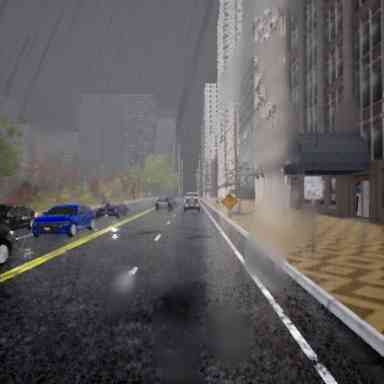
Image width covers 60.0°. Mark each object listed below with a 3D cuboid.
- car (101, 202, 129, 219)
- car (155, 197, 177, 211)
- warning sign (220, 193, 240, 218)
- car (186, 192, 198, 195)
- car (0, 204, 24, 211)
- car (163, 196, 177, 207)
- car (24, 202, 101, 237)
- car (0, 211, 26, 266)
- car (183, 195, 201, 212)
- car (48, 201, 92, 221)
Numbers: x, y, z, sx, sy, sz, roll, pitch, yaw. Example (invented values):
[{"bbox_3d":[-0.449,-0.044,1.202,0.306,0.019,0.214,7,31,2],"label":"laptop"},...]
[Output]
[{"bbox_3d":[-6.587,1.487,27.790,1.895,1.301,4.718,0,0,0],"label":"car"},{"bbox_3d":[-3.146,1.358,38.268,2.128,1.511,4.902,0,0,0],"label":"car"},{"bbox_3d":[2.831,1.010,24.961,1.300,1.860,1.060,-1,-1,0],"label":"warning sign"},{"bbox_3d":[0.008,1.081,47.535,2.150,2.045,5.566,0,0,0],"label":"car"},{"bbox_3d":[-9.844,1.423,17.370,1.837,1.490,4.892,0,0,0],"label":"car"},{"bbox_3d":[-3.189,1.383,48.542,1.812,1.442,4.674,0,0,0],"label":"car"},{"bbox_3d":[-6.595,1.395,17.613,1.882,1.535,5.008,0,0,0],"label":"car"},{"bbox_3d":[-6.564,1.460,8.540,1.837,1.490,4.892,0,0,2],"label":"car"},{"bbox_3d":[0.004,1.416,36.861,2.033,1.411,5.357,0,0,0],"label":"car"},{"bbox_3d":[-9.839,1.488,27.301,1.895,1.301,4.718,0,0,0],"label":"car"}]
